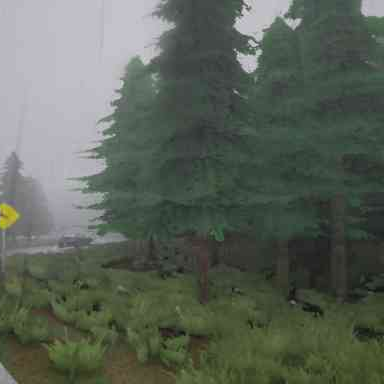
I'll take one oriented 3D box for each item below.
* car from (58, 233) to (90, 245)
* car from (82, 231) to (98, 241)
[{"bbox_3d":[-11.217,4.741,32.471,1.837,1.490,4.892,0,-6,6],"label":"car"},{"bbox_3d":[-17.220,7.466,56.058,2.128,1.511,4.902,0,-7,-21],"label":"car"}]
